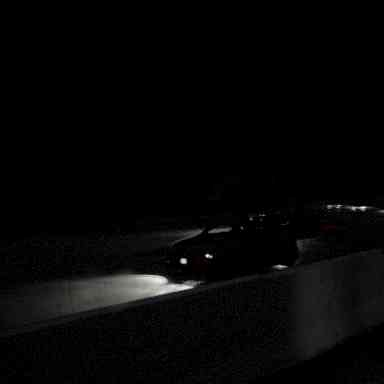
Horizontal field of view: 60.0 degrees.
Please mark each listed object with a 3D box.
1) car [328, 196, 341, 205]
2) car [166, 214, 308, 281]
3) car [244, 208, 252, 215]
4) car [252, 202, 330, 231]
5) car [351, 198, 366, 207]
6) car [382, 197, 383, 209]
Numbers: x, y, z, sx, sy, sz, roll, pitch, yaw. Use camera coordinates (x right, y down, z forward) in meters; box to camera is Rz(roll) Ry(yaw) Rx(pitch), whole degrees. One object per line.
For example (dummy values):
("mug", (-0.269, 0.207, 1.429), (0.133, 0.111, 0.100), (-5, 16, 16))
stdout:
("car", (25.597, 1.580, 59.849), (1.837, 1.490, 4.892), (-1, 0, 23))
("car", (1.299, 1.574, 9.799), (4.181, 1.385, 1.994), (0, 0, -41))
("car", (5.493, 1.525, 23.657), (2.128, 1.511, 4.902), (0, 0, 41))
("car", (5.677, 1.493, 18.694), (1.882, 1.535, 5.008), (0, 0, 43))
("car", (26.582, 1.607, 53.122), (1.994, 1.385, 4.181), (-1, 0, 23))
("car", (26.137, 1.223, 43.144), (2.150, 2.045, 5.566), (-1, 0, 24))
